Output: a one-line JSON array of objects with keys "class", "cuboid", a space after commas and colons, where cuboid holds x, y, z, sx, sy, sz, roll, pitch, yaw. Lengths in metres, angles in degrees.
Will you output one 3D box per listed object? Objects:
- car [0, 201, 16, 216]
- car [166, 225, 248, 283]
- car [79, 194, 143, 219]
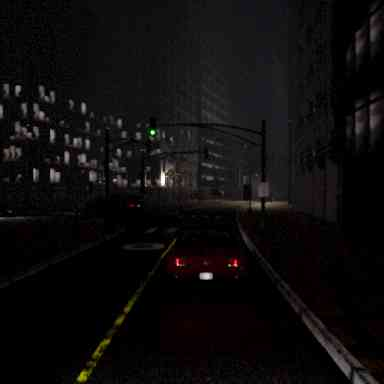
[{"class": "car", "cuboid": [-17.350, 1.322, 28.377, 4.892, 1.490, 1.837, 2, 1, 19]}, {"class": "car", "cuboid": [0.430, 1.624, 9.761, 1.895, 1.301, 4.718, 0, 0, 3]}, {"class": "car", "cuboid": [-6.839, 1.162, 28.109, 5.566, 2.045, 2.150, 1, 0, 22]}]
